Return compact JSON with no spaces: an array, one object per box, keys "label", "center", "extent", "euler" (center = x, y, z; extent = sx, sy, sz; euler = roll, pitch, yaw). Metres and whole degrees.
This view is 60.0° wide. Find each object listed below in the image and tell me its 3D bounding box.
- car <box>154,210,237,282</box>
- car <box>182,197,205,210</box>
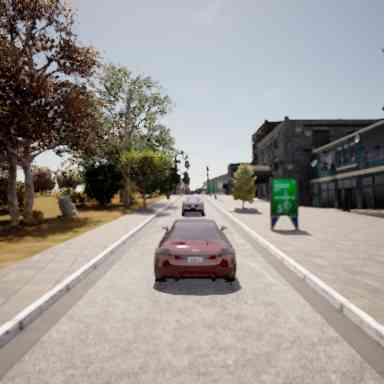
[{"label":"car","center":[0.078,1.433,9.406],"extent":[1.994,1.385,4.181],"euler":[0,1,0]},{"label":"car","center":[0.090,1.109,27.882],"extent":[2.033,1.411,5.357],"euler":[0,1,0]}]
